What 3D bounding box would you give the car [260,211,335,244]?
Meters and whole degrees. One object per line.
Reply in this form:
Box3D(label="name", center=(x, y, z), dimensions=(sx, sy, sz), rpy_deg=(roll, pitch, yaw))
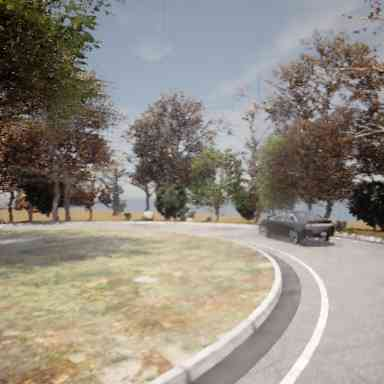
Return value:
Box3D(label="car", center=(5.326, 1.775, 17.552), dimensions=(2.128, 1.511, 4.902), rpy_deg=(0, -1, -17))
